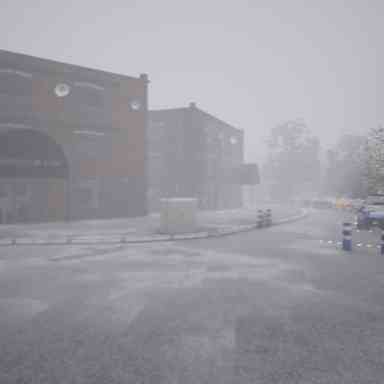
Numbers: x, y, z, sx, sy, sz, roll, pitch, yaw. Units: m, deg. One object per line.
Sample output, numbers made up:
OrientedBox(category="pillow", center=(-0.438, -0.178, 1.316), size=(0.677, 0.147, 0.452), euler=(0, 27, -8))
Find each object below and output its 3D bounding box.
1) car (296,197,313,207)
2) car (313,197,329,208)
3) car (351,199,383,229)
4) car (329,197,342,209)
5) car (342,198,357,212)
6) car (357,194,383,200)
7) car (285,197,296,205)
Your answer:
OrientedBox(category="car", center=(19.139, 1.545, 53.004), size=(2.097, 1.535, 5.008), euler=(0, 0, -8))
OrientedBox(category="car", center=(19.663, 1.510, 47.350), size=(2.231, 1.521, 4.892), euler=(0, 0, -2))
OrientedBox(category="car", center=(11.297, 1.430, 20.206), size=(2.097, 1.535, 5.008), euler=(1, 0, 32))
OrientedBox(category="car", center=(19.316, 1.522, 41.765), size=(2.097, 1.535, 5.008), euler=(0, 0, 6))
OrientedBox(category="car", center=(18.279, 1.518, 36.119), size=(2.231, 1.521, 4.892), euler=(1, 0, 15))
OrientedBox(category="car", center=(14.260, 1.210, 25.419), size=(2.435, 2.045, 5.566), euler=(1, 0, 26))
OrientedBox(category="car", center=(18.346, 1.624, 58.811), size=(2.231, 1.521, 4.892), euler=(0, -2, -15))
